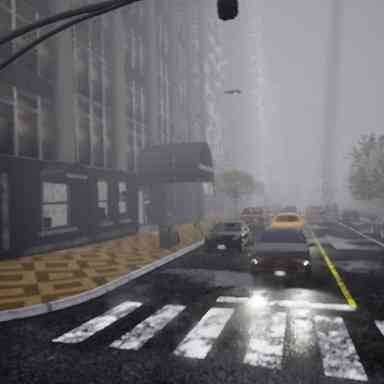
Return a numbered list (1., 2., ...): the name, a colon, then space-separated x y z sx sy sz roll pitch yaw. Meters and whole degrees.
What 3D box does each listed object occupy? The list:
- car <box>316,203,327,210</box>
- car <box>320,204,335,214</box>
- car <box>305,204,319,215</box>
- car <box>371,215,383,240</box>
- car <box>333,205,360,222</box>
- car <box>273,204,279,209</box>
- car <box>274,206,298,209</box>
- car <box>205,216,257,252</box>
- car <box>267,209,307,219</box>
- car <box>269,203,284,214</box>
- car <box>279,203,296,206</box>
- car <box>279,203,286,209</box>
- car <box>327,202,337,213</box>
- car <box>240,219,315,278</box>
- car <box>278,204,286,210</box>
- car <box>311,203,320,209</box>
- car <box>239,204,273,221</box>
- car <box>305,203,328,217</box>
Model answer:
1. car: 28.294 3.186 72.673 1.882 1.535 5.008 -2 -2 17
2. car: 23.103 2.862 56.850 1.752 1.417 4.829 -3 -2 17
3. car: 19.669 2.812 54.462 1.882 1.535 5.008 -2 -2 17
4. car: 11.814 1.992 19.622 2.008 1.369 4.403 -3 -2 17
5. car: 16.355 2.359 34.822 2.008 1.369 4.403 -3 -2 17
6. car: 8.324 2.488 37.301 1.967 1.590 4.097 -3 -2 17
7. car: 9.037 2.324 30.678 2.128 1.511 4.902 -2 -2 17
8. car: 1.936 2.125 16.867 1.947 1.339 4.313 -3 -2 17
9. car: 6.068 2.079 21.038 1.882 1.535 5.008 -2 -2 17
10. car: 15.039 2.885 59.156 2.192 1.841 5.009 -3 -2 17
11. car: 12.164 2.425 40.745 2.097 1.767 4.553 -2 -2 17
12. car: 24.736 3.851 90.726 1.752 1.417 4.829 -3 -2 17
13. car: 21.422 2.521 51.405 2.192 1.841 5.009 -3 -2 17
14. car: 3.220 1.926 11.758 2.033 1.411 5.357 -2 -2 17
15. car: 23.113 3.725 85.437 1.752 1.417 4.829 -3 -2 17
16. car: 32.794 3.658 88.423 1.947 1.339 4.313 -3 -2 17
17. car: 4.987 2.111 26.752 2.192 1.841 5.009 -3 -2 17
18. car: 16.653 2.603 44.624 1.837 1.490 4.892 -2 -2 17
